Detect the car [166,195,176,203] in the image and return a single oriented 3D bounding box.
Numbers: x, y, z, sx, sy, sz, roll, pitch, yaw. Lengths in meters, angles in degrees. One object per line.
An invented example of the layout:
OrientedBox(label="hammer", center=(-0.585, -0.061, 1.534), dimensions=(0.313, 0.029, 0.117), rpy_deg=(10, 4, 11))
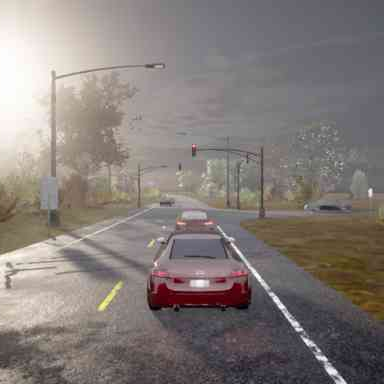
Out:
OrientedBox(label="car", center=(-4.595, 1.482, 73.121), dimensions=(1.882, 1.535, 5.008), rpy_deg=(0, 0, -2))

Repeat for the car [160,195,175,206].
OrientedBox(label="car", center=(-4.140, 1.603, 53.175), dimensions=(1.895, 1.301, 4.718), rpy_deg=(0, 0, -1))

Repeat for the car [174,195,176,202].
OrientedBox(label="car", center=(-4.353, 1.567, 62.890), dimensions=(1.994, 1.385, 4.181), rpy_deg=(0, 0, -1))

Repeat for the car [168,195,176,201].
OrientedBox(label="car", center=(-4.956, 1.483, 83.602), dimensions=(1.882, 1.535, 5.008), rpy_deg=(0, 0, -2))

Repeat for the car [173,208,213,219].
OrientedBox(label="car", center=(0.067, 1.526, 16.566), dimensions=(1.812, 1.442, 4.674), rpy_deg=(0, 0, -2))

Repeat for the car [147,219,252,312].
OrientedBox(label="car", center=(0.102, 1.564, 7.806), dimensions=(1.994, 1.385, 4.181), rpy_deg=(0, 0, -1))

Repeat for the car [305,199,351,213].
OrientedBox(label="car", center=(15.142, 1.502, 37.110), dimensions=(4.902, 1.511, 2.128), rpy_deg=(0, 0, 1))
